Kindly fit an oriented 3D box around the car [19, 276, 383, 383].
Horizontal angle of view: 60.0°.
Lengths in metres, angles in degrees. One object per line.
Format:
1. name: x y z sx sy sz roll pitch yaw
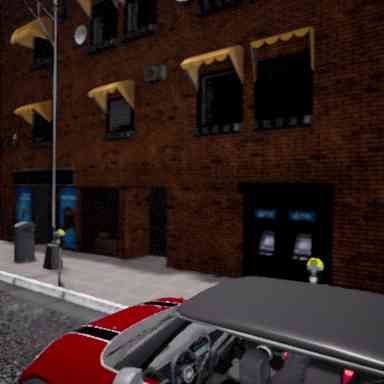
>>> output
1. car: 0.408 1.442 2.563 4.097 1.590 1.967 0 1 36
